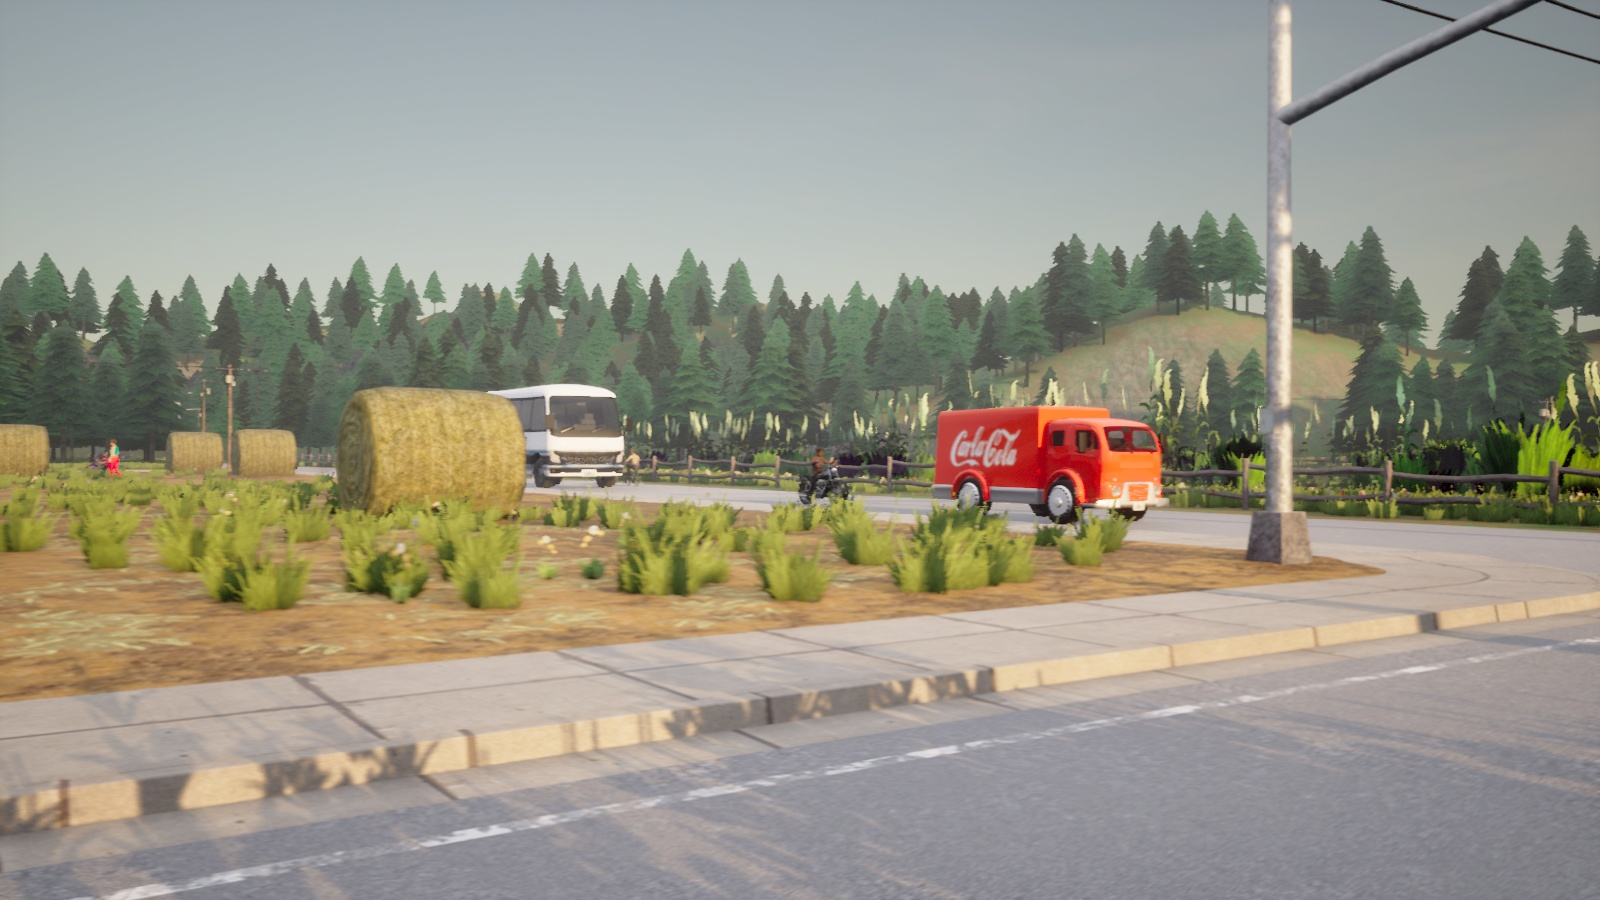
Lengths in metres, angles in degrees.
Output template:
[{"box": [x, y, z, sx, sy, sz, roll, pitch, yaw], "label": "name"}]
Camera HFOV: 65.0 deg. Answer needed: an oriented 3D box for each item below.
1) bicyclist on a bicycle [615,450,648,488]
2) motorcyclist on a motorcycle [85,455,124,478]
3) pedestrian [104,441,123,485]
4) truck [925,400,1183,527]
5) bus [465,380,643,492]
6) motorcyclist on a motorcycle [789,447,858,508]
[{"box": [-7.290, 0.793, 54.233, 0.866, 1.612, 1.509, 0, 0, -32], "label": "bicyclist on a bicycle"}, {"box": [-47.074, 1.085, 85.018, 2.191, 1.530, 0.866, 0, 0, -35], "label": "motorcyclist on a motorcycle"}, {"box": [-28.807, 0.554, 52.674, 0.594, 1.836, 0.345, 0, 0, 8], "label": "pedestrian"}, {"box": [5.376, 0.278, 27.320, 2.627, 2.467, 5.204, 0, 0, -32], "label": "truck"}, {"box": [-10.618, -0.516, 52.963, 3.944, 4.253, 10.273, 0, 0, -32], "label": "bus"}, {"box": [0.628, 0.743, 34.937, 0.766, 1.649, 2.350, 0, 0, -32], "label": "motorcyclist on a motorcycle"}]
